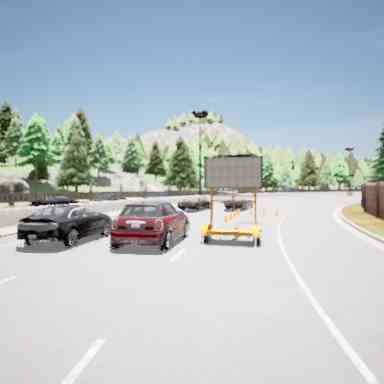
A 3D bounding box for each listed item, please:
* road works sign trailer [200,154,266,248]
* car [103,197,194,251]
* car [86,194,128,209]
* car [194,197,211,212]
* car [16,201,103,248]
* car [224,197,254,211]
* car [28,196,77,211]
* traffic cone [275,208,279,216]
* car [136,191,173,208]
[{"bbox_3d":[1.741,0.263,13.852,2.380,3.560,2.880,0,1,15],"label":"road works sign trailer"},{"bbox_3d":[-1.509,1.155,13.435,2.097,1.767,4.553,0,1,11],"label":"car"},{"bbox_3d":[-9.207,0.972,36.396,1.837,1.490,4.892,0,1,23],"label":"car"},{"bbox_3d":[0.394,1.139,31.822,1.895,1.301,4.718,0,1,22],"label":"car"},{"bbox_3d":[-5.016,1.287,13.818,2.128,1.511,4.902,0,1,11],"label":"car"},{"bbox_3d":[4.825,1.120,33.264,1.895,1.301,4.718,0,1,24],"label":"car"},{"bbox_3d":[-14.045,1.103,33.821,1.895,1.301,4.718,0,1,21],"label":"car"},{"bbox_3d":[6.631,1.581,26.012,0.340,0.580,0.340,0,1,15],"label":"traffic cone"},{"bbox_3d":[-4.286,0.786,38.831,2.097,1.767,4.553,0,1,26],"label":"car"}]
